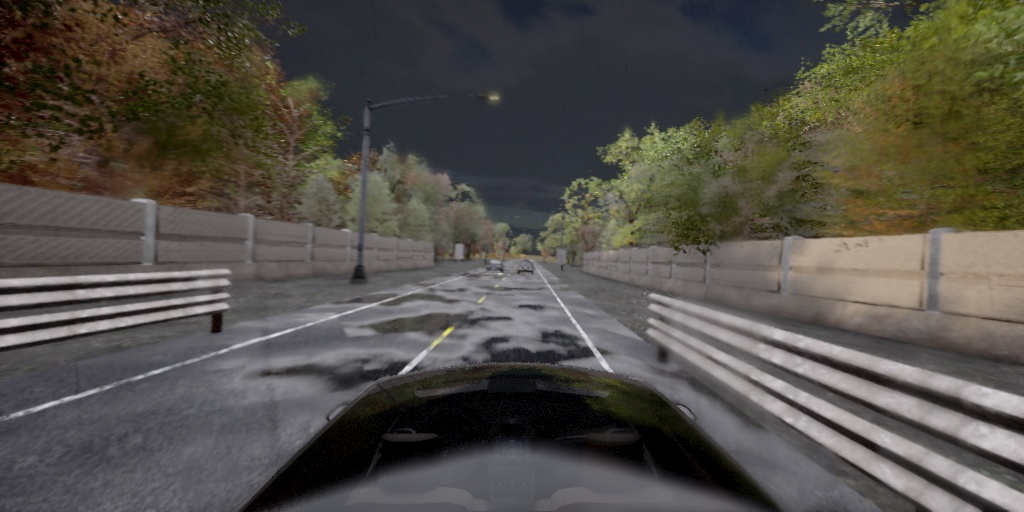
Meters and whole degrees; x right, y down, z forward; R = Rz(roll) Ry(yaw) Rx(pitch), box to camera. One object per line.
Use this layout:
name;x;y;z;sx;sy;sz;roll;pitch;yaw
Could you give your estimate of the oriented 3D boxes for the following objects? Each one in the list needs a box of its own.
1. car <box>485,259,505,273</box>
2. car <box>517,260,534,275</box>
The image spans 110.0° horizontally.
car;-1.944;1.141;42.524;1.812;1.442;4.674;4;0;3
car;1.522;1.340;40.421;2.033;1.411;5.357;2;0;2
